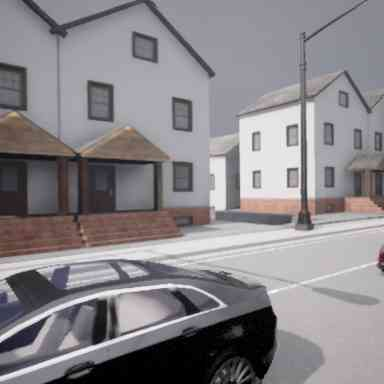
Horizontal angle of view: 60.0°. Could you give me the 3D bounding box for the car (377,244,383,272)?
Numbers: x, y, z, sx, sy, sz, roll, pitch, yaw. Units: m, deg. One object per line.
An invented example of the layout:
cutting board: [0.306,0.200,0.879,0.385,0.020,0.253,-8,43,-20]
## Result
car: [6.830,1.478,9.015,4.181,1.385,1.994,-1,0,-37]

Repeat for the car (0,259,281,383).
car: [-1.271,1.502,3.077,4.902,1.511,2.128,-1,0,-36]
